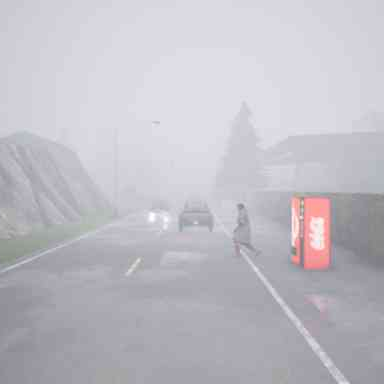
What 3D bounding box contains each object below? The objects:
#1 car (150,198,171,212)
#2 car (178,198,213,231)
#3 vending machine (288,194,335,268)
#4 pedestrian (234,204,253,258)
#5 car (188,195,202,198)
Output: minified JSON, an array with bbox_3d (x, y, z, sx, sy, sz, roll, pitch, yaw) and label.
[{"bbox_3d":[-3.347,1.336,35.513,1.895,1.301,4.718,0,0,1],"label":"car"},{"bbox_3d":[0.217,1.346,19.438,2.128,1.511,4.902,0,0,0],"label":"car"},{"bbox_3d":[3.552,1.121,9.976,1.100,2.100,0.880,0,0,0],"label":"vending machine"},{"bbox_3d":[1.687,1.212,10.918,0.375,1.860,0.375,0,0,0],"label":"pedestrian"},{"bbox_3d":[0.323,1.088,35.763,2.097,1.767,4.553,0,1,0],"label":"car"}]
